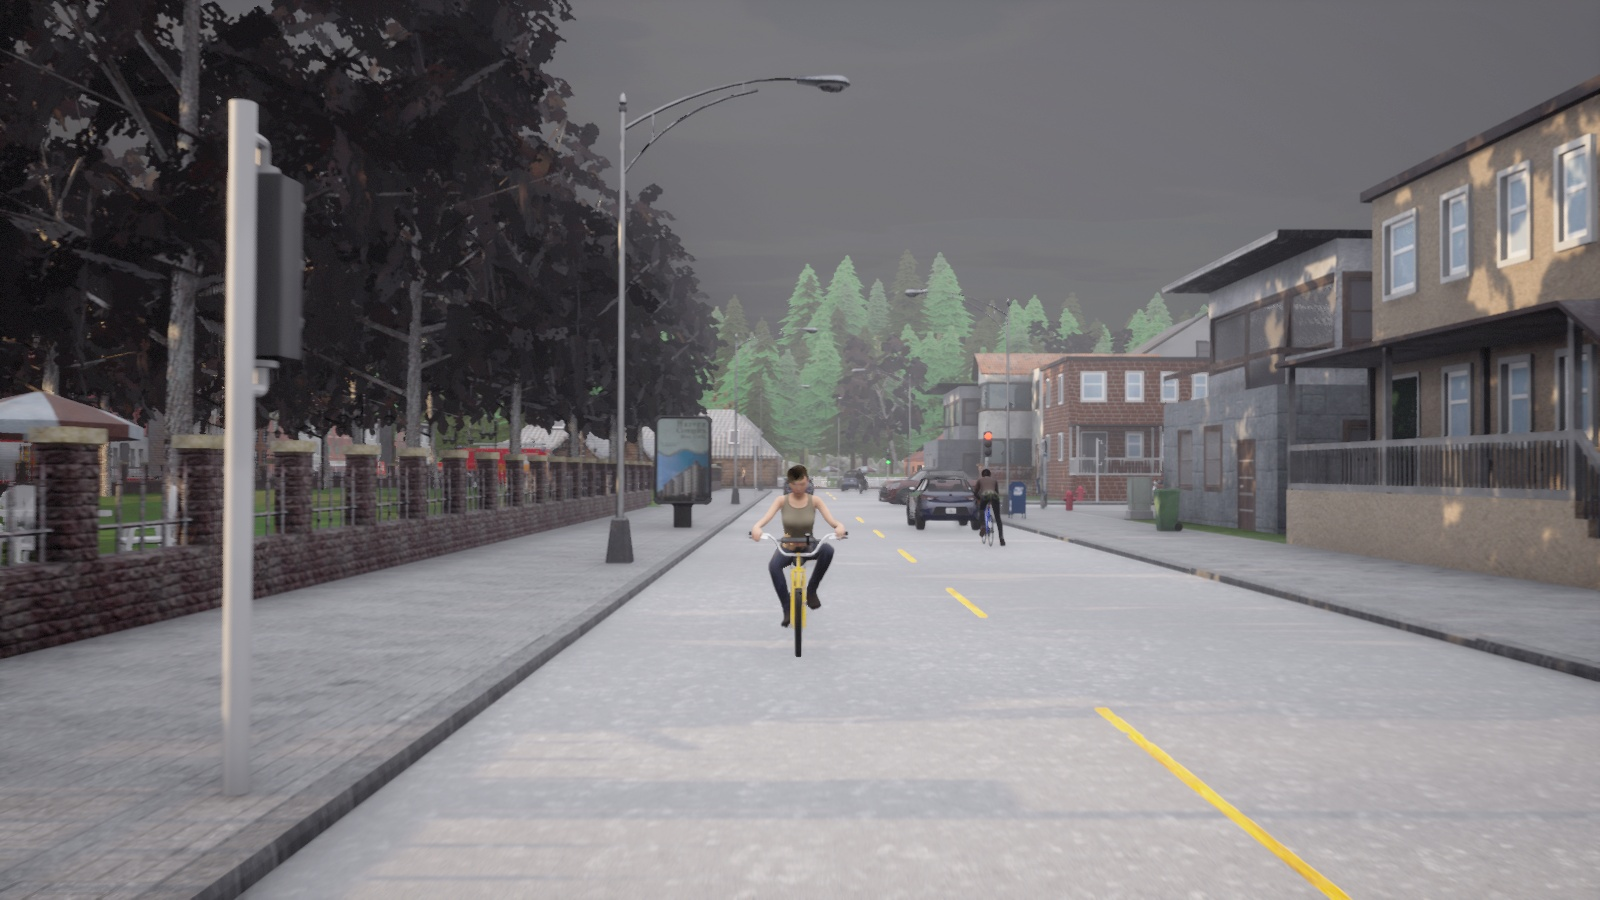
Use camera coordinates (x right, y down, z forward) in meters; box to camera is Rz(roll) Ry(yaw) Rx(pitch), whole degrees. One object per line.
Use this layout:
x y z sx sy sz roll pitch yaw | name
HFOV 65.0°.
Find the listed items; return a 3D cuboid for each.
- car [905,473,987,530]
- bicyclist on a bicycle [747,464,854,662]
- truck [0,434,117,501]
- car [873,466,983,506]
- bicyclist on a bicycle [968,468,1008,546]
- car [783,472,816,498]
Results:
4.009 1.402 35.153 1.816 1.474 4.193 0 -1 0 | car
-0.001 0.935 10.996 0.866 1.612 1.509 0 -1 0 | bicyclist on a bicycle
-45.276 1.091 76.344 2.891 3.827 8.468 0 -1 0 | truck
5.861 1.616 57.614 4.553 1.767 2.097 0 -1 -13 | car
4.008 1.202 26.839 0.582 1.620 1.656 0 -1 0 | bicyclist on a bicycle
-0.044 2.105 76.320 1.816 1.474 4.193 0 -1 -2 | car
